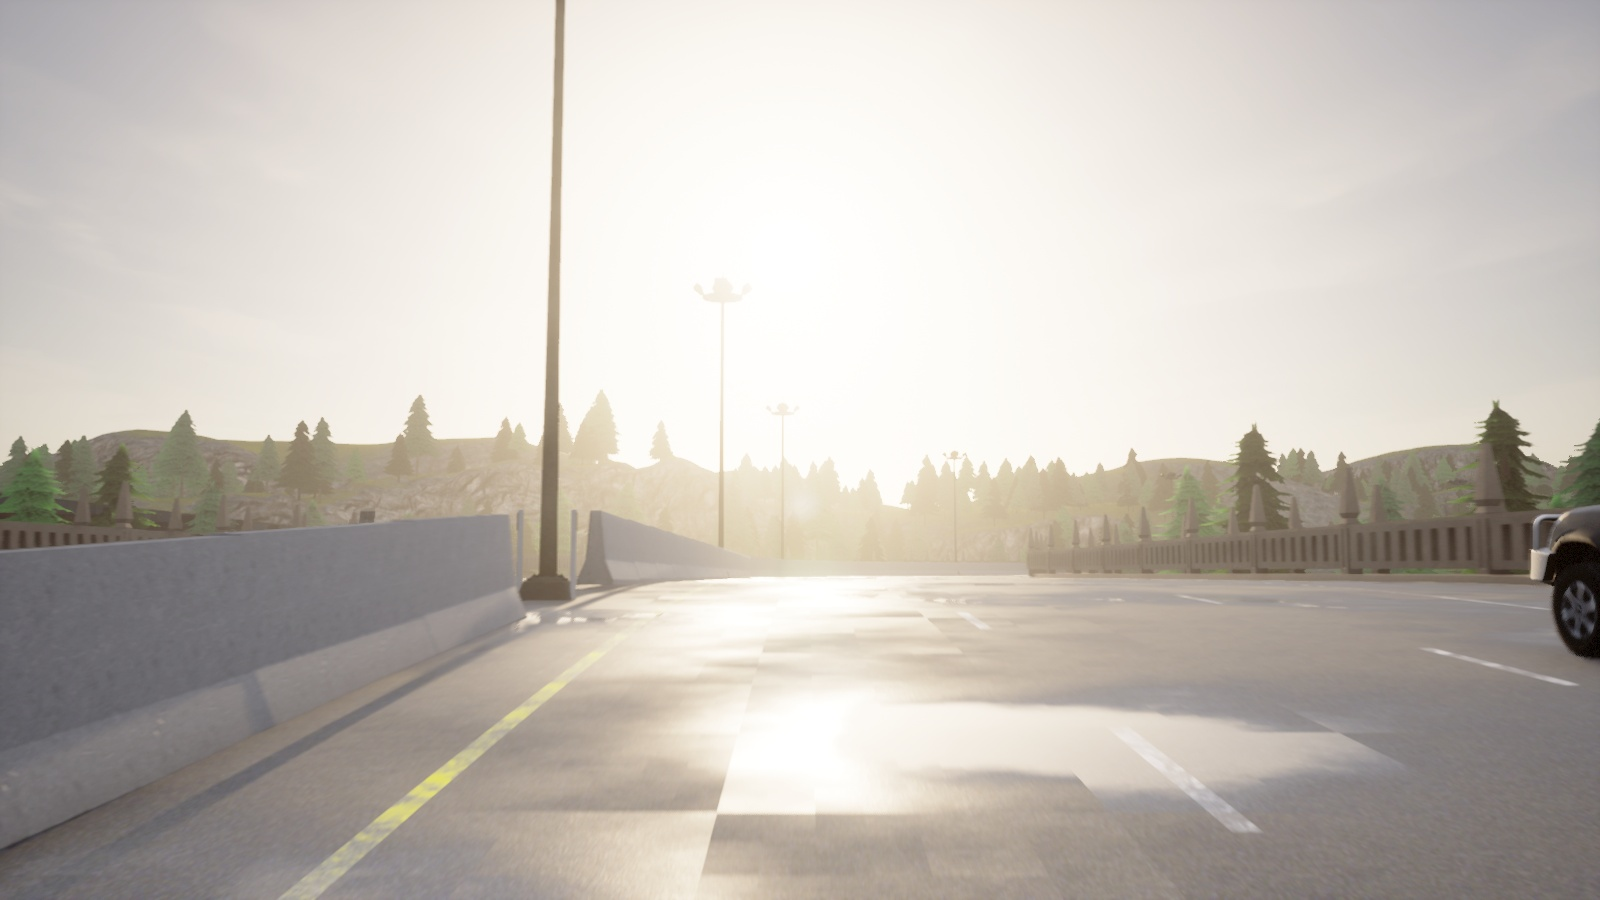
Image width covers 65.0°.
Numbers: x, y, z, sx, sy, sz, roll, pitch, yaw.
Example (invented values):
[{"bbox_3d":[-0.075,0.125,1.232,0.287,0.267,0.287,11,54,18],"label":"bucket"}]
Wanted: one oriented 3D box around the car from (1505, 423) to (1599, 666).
[{"bbox_3d":[7.064,0.693,8.547,1.932,1.855,4.605,0,-2,0],"label":"car"}]
